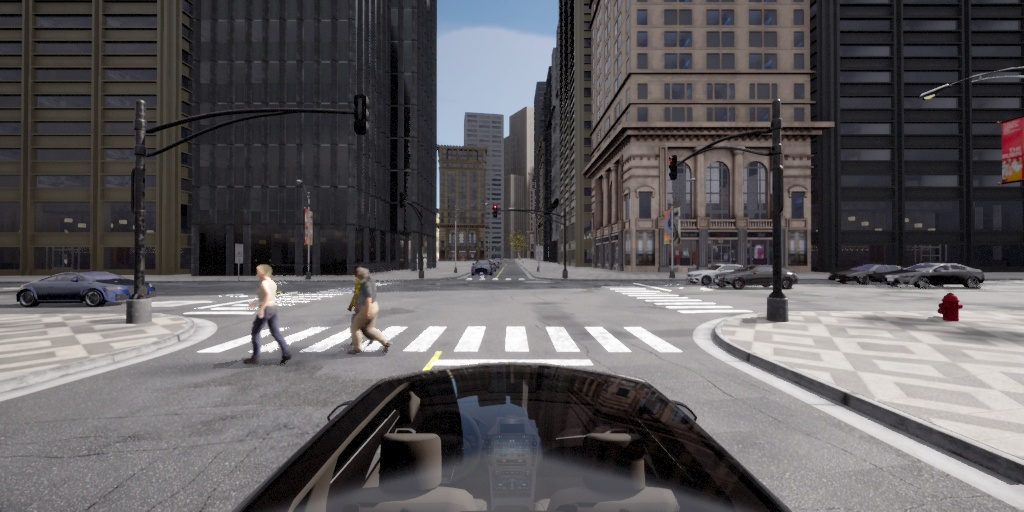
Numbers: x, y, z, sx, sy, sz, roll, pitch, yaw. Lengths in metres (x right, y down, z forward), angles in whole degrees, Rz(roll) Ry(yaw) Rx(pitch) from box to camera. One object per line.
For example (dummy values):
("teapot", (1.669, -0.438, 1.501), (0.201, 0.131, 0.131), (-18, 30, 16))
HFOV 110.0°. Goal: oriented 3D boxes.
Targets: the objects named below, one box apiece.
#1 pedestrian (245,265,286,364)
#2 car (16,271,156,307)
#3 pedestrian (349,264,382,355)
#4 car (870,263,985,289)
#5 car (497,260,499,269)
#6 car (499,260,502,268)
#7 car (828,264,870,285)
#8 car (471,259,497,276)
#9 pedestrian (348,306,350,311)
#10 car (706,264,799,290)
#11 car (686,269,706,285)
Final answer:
("pedestrian", (-4.505, 1.044, 6.570), (0.375, 1.860, 0.375), (0, 0, 0))
("car", (-17.654, 1.333, 15.011), (4.181, 1.385, 1.994), (0, 0, 0))
("pedestrian", (-2.925, 1.038, 7.169), (0.375, 1.860, 0.375), (0, 0, 0))
("car", (25.412, 1.177, 21.738), (4.902, 1.511, 2.128), (0, 0, 0))
("car", (-3.046, 1.373, 46.661), (1.994, 1.385, 4.181), (0, 0, 0))
("car", (-3.038, 1.401, 58.001), (1.994, 1.385, 4.181), (0, 0, 0))
("car", (25.349, 1.257, 24.991), (5.357, 1.411, 2.033), (0, 0, 0))
("car", (-3.039, 1.141, 37.641), (2.097, 1.767, 4.553), (0, 0, 0))
("pedestrian", (-3.217, 1.030, 7.771), (0.375, 1.860, 0.375), (0, 0, 0))
("car", (14.707, 1.238, 21.726), (4.674, 1.442, 1.812), (0, 0, -1))
("car", (14.643, 1.262, 24.986), (4.674, 1.442, 1.812), (0, 0, 0))
